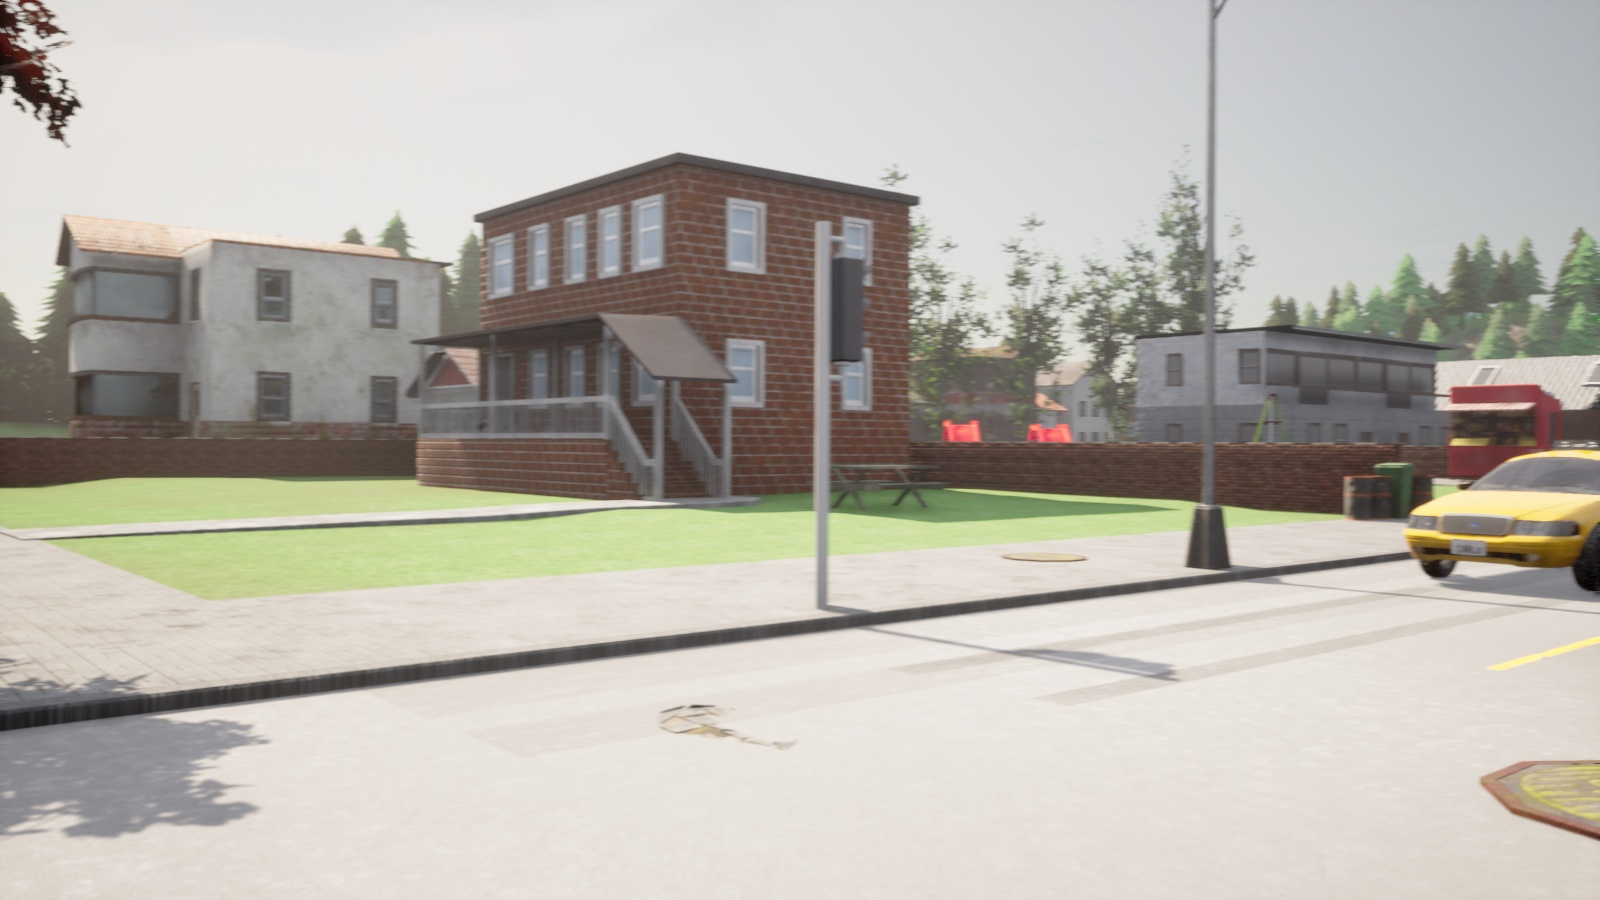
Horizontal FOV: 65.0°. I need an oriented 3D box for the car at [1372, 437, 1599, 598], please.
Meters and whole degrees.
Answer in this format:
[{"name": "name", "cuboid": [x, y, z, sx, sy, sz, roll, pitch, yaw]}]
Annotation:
[{"name": "car", "cuboid": [8.883, 0.658, 14.719, 5.366, 1.575, 1.801, 0, 0, -40]}]
